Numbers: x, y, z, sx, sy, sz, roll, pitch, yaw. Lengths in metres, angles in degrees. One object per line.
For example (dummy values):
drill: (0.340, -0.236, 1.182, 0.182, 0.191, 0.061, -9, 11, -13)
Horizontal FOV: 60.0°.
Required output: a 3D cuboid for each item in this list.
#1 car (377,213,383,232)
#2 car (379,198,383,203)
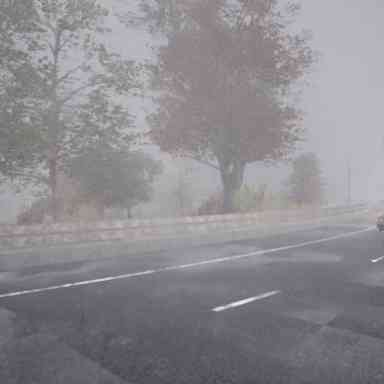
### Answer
car: (12.953, 1.694, 20.587, 2.033, 1.411, 5.357, 0, 0, 41)
car: (46.740, 2.156, 79.986, 1.895, 1.301, 4.718, 0, 0, 7)
